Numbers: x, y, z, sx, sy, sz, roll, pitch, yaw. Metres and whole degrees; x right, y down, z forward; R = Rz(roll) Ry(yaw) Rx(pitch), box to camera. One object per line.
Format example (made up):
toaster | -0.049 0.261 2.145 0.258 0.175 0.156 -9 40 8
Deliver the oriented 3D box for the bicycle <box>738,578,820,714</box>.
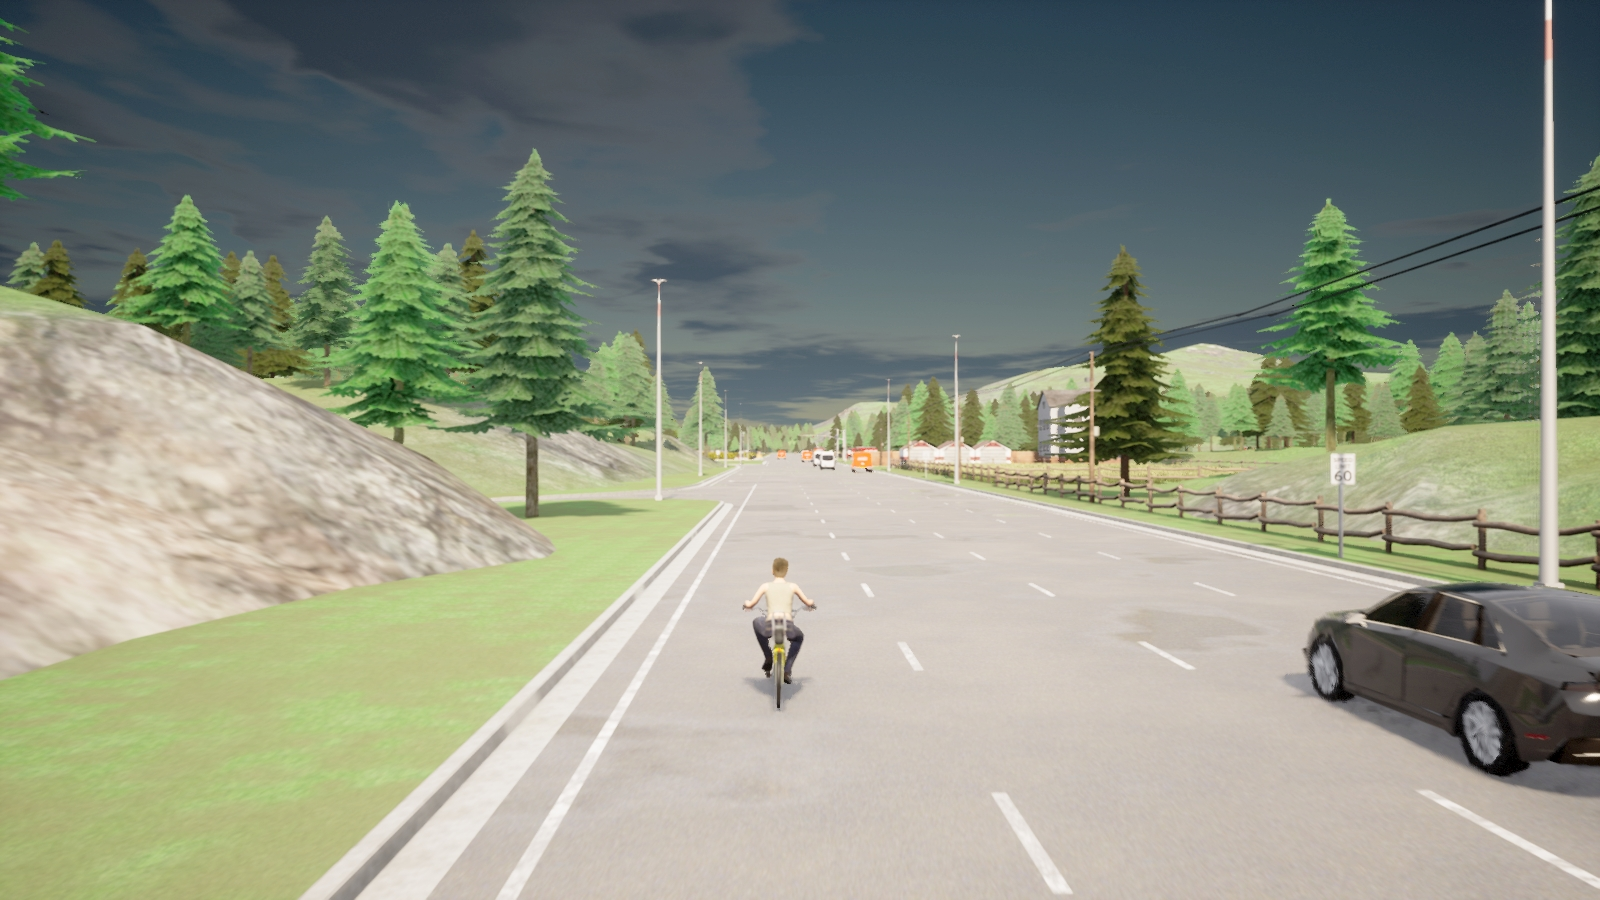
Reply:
bicycle | -0.230 2.157 12.825 0.859 1.276 1.487 0 0 -1

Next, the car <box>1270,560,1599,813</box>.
car | 6.793 2.060 11.282 2.231 1.480 4.892 0 0 -1
